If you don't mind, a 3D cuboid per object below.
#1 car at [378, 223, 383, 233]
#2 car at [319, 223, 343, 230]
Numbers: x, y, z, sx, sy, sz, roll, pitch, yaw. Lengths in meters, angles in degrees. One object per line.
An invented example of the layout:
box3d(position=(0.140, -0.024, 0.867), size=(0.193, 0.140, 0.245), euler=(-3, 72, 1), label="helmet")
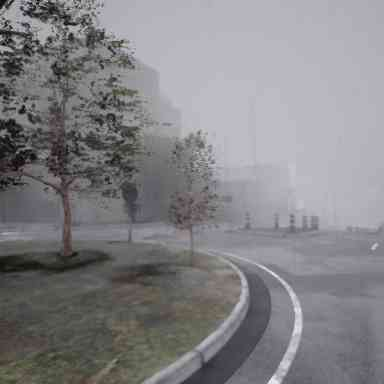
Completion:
box3d(position=(27.683, 5.116, 47.400), size=(2.128, 1.511, 4.902), euler=(-1, -7, 34), label="car")
box3d(position=(34.349, 8.755, 83.149), size=(4.892, 1.521, 2.231), euler=(0, -6, 13), label="car")
